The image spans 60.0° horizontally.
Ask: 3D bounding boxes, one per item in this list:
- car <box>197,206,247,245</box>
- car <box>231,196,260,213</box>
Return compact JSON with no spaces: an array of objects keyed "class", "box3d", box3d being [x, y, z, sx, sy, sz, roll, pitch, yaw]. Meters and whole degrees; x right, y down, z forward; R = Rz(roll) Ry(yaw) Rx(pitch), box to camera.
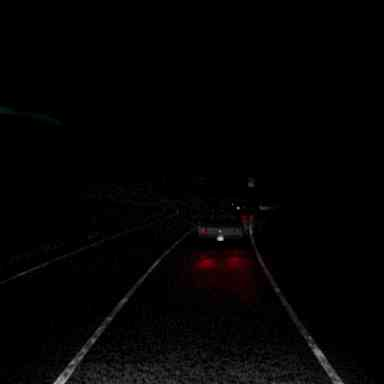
[{"class":"car","box3d":[1.390,1.547,15.288,1.895,1.301,4.718,1,0,7]},{"class":"car","box3d":[5.078,1.096,31.622,1.812,1.442,4.674,2,5,25]}]
